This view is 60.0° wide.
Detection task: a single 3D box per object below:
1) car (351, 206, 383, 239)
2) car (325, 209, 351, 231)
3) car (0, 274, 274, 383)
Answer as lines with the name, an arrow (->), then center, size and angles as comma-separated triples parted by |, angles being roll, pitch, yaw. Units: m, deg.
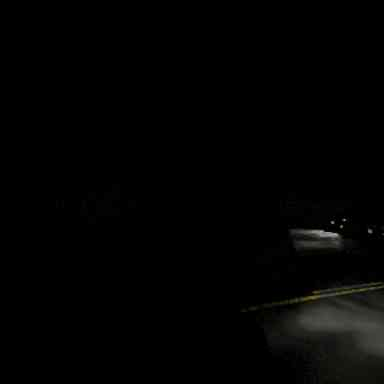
car -> 9.958, 1.406, 14.567 | 4.902, 1.511, 2.128 | 0, 0, -11
car -> 9.415, 1.448, 18.003 | 4.181, 1.385, 1.994 | 0, 0, -11
car -> -1.458, 1.461, 2.580 | 4.902, 1.511, 2.128 | 0, 0, -34
